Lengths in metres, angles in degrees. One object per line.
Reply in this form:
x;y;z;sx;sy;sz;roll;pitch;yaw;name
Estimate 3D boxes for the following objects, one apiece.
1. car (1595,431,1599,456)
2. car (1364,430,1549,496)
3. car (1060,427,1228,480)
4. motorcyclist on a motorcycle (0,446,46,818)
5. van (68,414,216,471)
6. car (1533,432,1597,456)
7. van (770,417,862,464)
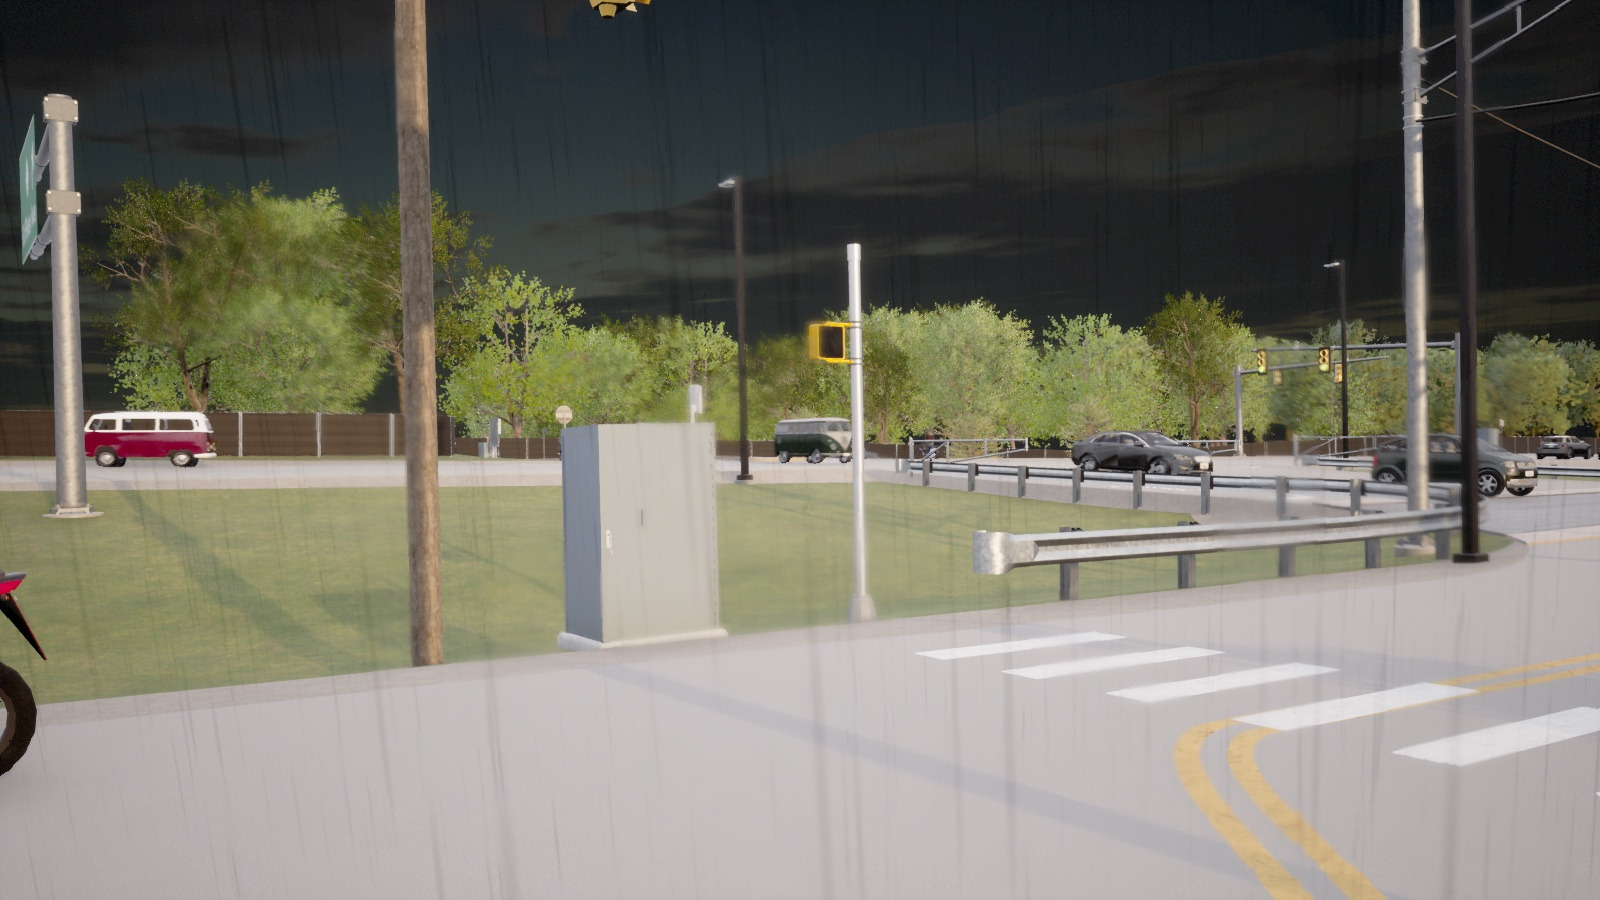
49.620;-0.386;75.270;3.806;1.475;1.970;0;0;-34;car
16.436;0.311;31.578;1.789;1.549;3.705;-1;0;-34;car
10.801;0.062;39.827;2.128;1.511;4.902;0;2;-34;car
-4.218;0.750;4.986;2.044;1.523;0.797;0;0;-35;motorcyclist on a motorcycle
-23.973;-0.277;45.962;4.480;2.038;2.069;0;0;-17;van
47.624;-0.374;78.145;3.806;1.475;1.970;0;0;-34;car
0.646;-0.389;54.715;1.775;1.987;4.442;0;0;-34;van
